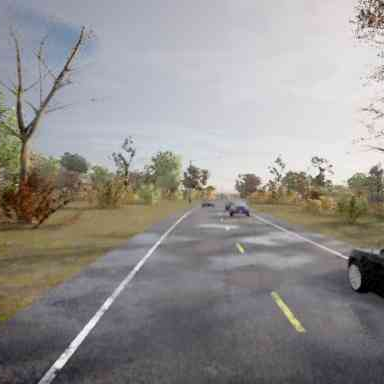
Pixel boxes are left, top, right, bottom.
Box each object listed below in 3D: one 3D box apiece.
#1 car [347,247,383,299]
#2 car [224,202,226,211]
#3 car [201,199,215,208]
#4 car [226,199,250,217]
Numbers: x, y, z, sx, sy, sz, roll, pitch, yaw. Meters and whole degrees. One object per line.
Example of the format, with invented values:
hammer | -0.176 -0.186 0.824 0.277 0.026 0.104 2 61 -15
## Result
car | 4.598 1.516 5.955 1.882 1.535 5.008 0 0 1
car | 5.240 1.686 43.684 2.128 1.511 4.902 0 0 5
car | 2.559 1.787 52.610 1.994 1.385 4.181 0 0 5
car | 4.654 1.659 33.118 1.812 1.442 4.674 0 0 4
